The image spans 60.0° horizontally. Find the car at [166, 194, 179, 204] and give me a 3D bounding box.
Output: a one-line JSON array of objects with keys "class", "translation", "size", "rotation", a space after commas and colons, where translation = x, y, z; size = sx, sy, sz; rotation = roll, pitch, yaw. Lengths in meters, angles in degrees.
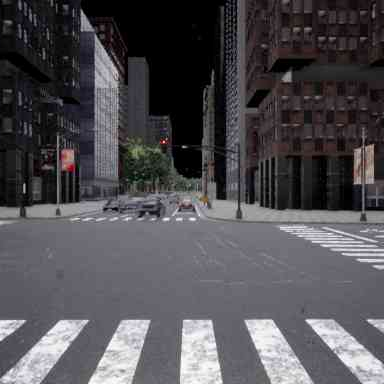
[{"class": "car", "translation": [-3.436, 1.618, 65.332], "size": [2.033, 1.411, 5.357], "rotation": [0, 0, 0]}]

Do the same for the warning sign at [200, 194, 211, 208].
[{"class": "warning sign", "translation": [1.689, 1.132, 42.679], "size": [1.300, 1.860, 1.060], "rotation": [0, 0, 0]}]

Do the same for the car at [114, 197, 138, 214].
[{"class": "car", "translation": [-6.446, 1.548, 35.423], "size": [2.033, 1.411, 5.357], "rotation": [0, 0, -1]}]

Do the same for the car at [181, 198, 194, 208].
[{"class": "car", "translation": [-0.667, 1.614, 49.844], "size": [1.802, 1.307, 4.206], "rotation": [0, 0, 0]}]

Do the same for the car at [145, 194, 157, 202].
[{"class": "car", "translation": [-9.363, 1.417, 76.926], "size": [2.192, 1.841, 5.009], "rotation": [0, 0, 0]}]

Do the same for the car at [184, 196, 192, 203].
[{"class": "car", "translation": [-0.804, 1.612, 71.714], "size": [1.752, 1.417, 4.829], "rotation": [0, 0, 0]}]

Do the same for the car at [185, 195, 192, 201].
[{"class": "car", "translation": [-0.905, 1.574, 87.819], "size": [1.967, 1.590, 4.097], "rotation": [0, 0, 0]}]

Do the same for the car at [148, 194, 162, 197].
[{"class": "car", "translation": [-6.549, 1.551, 55.571], "size": [1.837, 1.490, 4.892], "rotation": [0, 0, 0]}]

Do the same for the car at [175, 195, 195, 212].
[{"class": "car", "translation": [-0.600, 1.448, 38.995], "size": [1.967, 1.590, 4.097], "rotation": [0, 0, 0]}]

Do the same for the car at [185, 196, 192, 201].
[{"class": "car", "translation": [-0.940, 1.695, 93.243], "size": [1.887, 1.381, 4.507], "rotation": [0, 0, 0]}]

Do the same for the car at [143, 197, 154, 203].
[{"class": "car", "translation": [-9.328, 1.668, 71.499], "size": [1.802, 1.307, 4.206], "rotation": [0, 0, 0]}]

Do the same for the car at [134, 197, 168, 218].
[{"class": "car", "translation": [-3.505, 1.493, 29.651], "size": [1.837, 1.490, 4.892], "rotation": [1, 0, 4]}]

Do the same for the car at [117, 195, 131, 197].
[{"class": "car", "translation": [-9.159, 1.335, 44.370], "size": [2.192, 1.841, 5.009], "rotation": [0, 0, 0]}]

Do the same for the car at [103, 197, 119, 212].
[{"class": "car", "translation": [-9.124, 1.574, 38.944], "size": [1.947, 1.339, 4.313], "rotation": [0, 0, 0]}]

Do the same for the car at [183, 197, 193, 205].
[{"class": "car", "translation": [-0.735, 1.603, 60.694], "size": [1.887, 1.381, 4.507], "rotation": [0, 0, 0]}]

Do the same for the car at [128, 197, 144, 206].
[{"class": "car", "translation": [-9.225, 1.570, 55.051], "size": [1.752, 1.417, 4.829], "rotation": [0, 0, 0]}]

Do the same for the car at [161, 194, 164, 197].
[{"class": "car", "translation": [-9.431, 1.449, 87.777], "size": [2.192, 1.841, 5.009], "rotation": [0, 0, 0]}]
